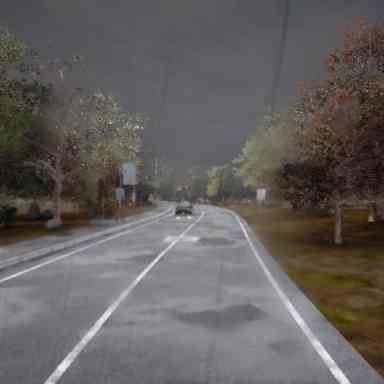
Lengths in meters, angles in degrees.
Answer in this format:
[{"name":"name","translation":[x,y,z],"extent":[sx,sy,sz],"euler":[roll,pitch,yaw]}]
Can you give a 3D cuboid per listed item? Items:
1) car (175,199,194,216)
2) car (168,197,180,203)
[{"name":"car","translation":[-0.744,1.798,36.568],"extent":[2.033,1.411,5.357],"euler":[0,0,4]},{"name":"car","translation":[-4.361,1.841,77.997],"extent":[1.994,1.385,4.181],"euler":[2,-1,-14]}]
